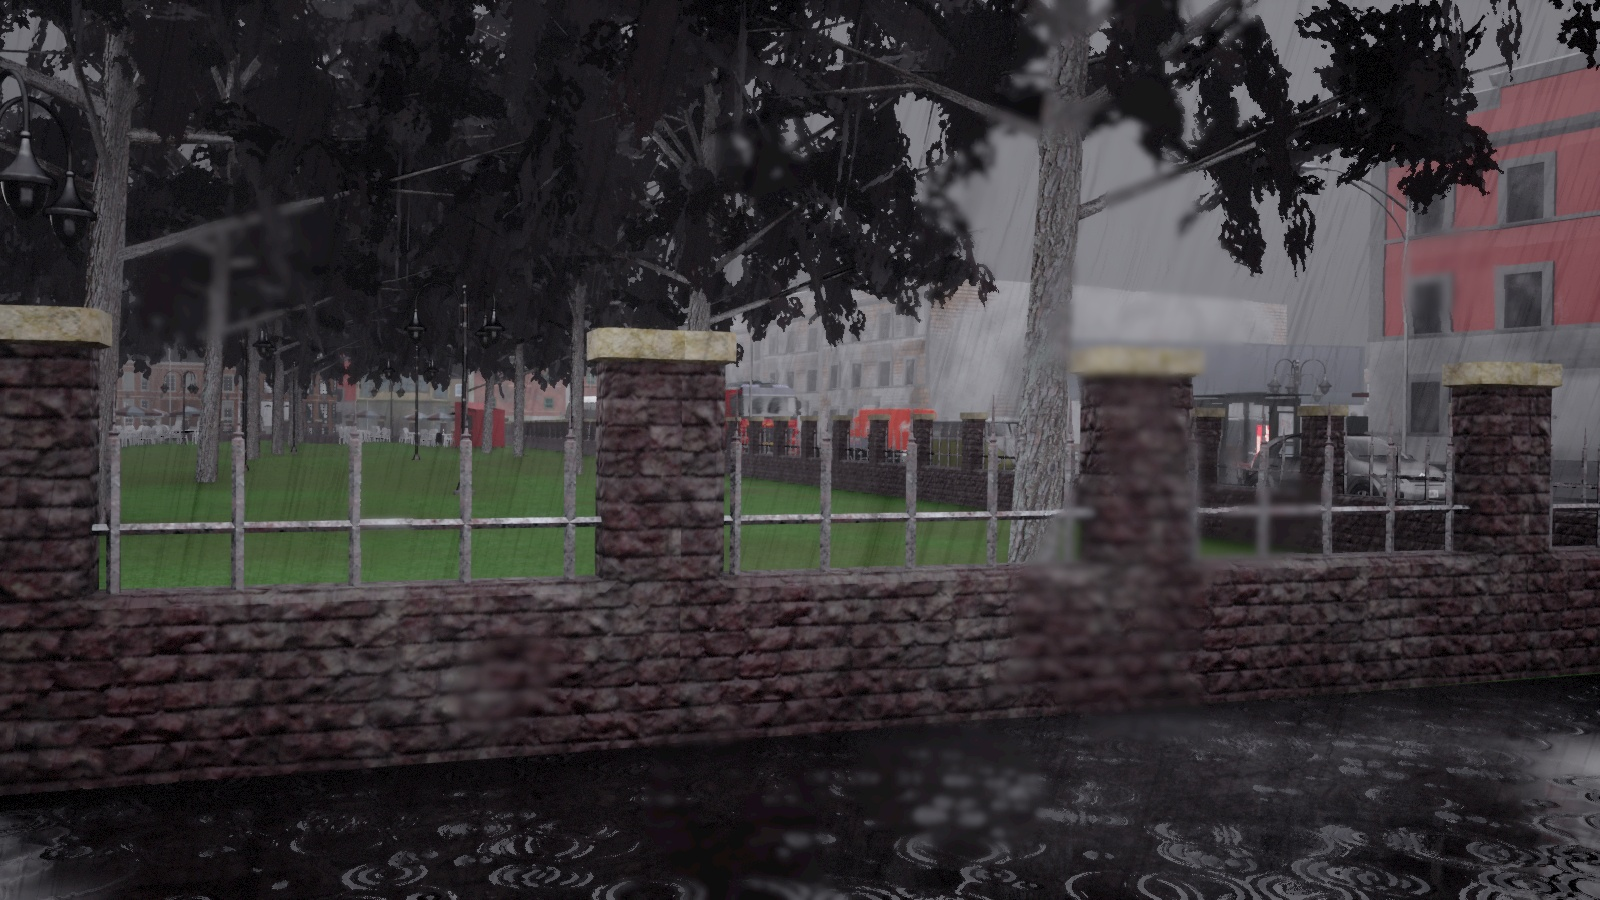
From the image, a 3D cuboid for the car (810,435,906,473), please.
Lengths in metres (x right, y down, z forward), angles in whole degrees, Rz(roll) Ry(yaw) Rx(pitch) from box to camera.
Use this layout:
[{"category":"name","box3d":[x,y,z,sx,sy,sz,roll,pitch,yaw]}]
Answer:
[{"category":"car","box3d":[2.087,0.118,46.563,1.895,1.301,4.718,-1,1,-20]}]

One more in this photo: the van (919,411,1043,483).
[{"category":"van","box3d":[5.323,-0.116,37.445,1.775,1.987,4.442,-1,1,-20]}]

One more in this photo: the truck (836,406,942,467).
[{"category":"truck","box3d":[3.729,-0.605,53.852,2.627,2.467,5.204,-1,1,-20]}]

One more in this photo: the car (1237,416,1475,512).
[{"category":"car","box3d":[10.278,0.202,23.553,1.851,1.617,3.988,-1,1,-19]}]

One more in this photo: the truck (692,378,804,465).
[{"category":"truck","box3d":[-2.644,-1.311,59.802,2.891,3.827,8.468,-1,1,-20]}]
